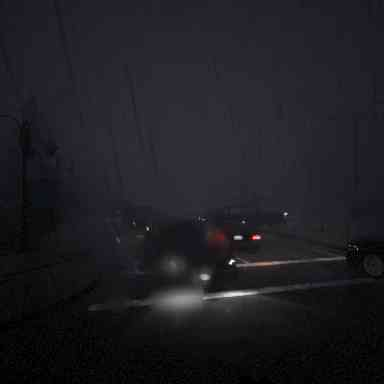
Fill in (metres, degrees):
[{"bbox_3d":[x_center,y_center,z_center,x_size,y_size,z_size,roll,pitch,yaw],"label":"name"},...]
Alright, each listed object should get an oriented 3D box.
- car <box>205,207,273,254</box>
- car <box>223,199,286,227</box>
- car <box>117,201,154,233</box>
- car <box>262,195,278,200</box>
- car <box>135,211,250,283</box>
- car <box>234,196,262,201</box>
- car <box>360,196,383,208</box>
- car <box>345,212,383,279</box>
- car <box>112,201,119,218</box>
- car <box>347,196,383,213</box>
[{"bbox_3d":[1.354,1.538,13.388,2.033,1.411,5.357,0,0,-4],"label":"car"},{"bbox_3d":[2.857,1.466,19.894,5.357,1.411,2.033,-3,1,-15],"label":"car"},{"bbox_3d":[-3.089,1.529,19.937,2.033,1.411,5.357,0,0,-17],"label":"car"},{"bbox_3d":[10.402,1.278,47.086,2.152,1.636,5.027,0,0,-17],"label":"car"},{"bbox_3d":[-0.371,1.543,10.098,2.033,1.411,5.357,0,0,-15],"label":"car"},{"bbox_3d":[7.412,1.288,46.134,2.007,1.523,4.514,0,0,-17],"label":"car"},{"bbox_3d":[23.953,1.274,43.138,1.845,1.501,3.633,0,0,-17],"label":"car"},{"bbox_3d":[6.522,1.475,8.224,5.008,1.535,1.882,0,0,40],"label":"car"},{"bbox_3d":[-6.233,1.515,30.094,2.033,1.411,5.357,0,0,-17],"label":"car"},{"bbox_3d":[15.622,1.356,29.164,1.970,1.475,3.806,0,0,-17],"label":"car"}]
